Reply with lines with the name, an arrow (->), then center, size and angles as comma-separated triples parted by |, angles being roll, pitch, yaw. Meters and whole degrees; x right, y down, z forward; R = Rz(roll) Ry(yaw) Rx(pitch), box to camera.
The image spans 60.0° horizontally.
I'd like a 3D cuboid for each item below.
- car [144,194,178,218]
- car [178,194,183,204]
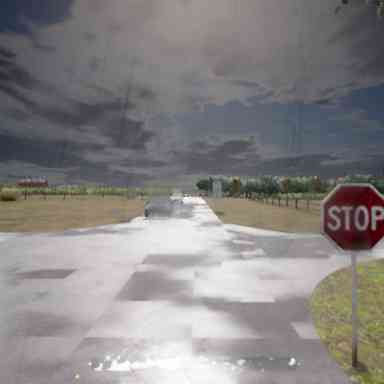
car -> -2.588, 1.145, 27.512 | 2.097, 1.767, 4.553 | 0, 1, 2
car -> -2.372, 1.032, 52.227 | 1.812, 1.442, 4.674 | 0, 1, 0
